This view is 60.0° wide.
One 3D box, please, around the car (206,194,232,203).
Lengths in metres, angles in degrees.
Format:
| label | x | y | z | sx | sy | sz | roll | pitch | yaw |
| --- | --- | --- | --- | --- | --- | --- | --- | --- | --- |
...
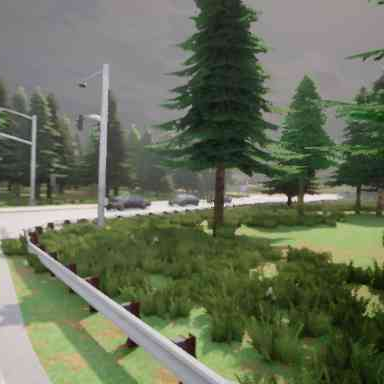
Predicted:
| label | x | y | z | sx | sy | sz | roll | pitch | yaw |
| --- | --- | --- | --- | --- | --- | --- | --- | --- | --- |
| car | 3.928 | 0.964 | 46.963 | 2.033 | 1.411 | 5.357 | 3 | 2 | 31 |

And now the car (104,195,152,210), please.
| label | x | y | z | sx | sy | sz | roll | pitch | yaw |
| --- | --- | --- | --- | --- | --- | --- | --- | --- | --- |
| car | -6.008 | 0.981 | 31.013 | 2.033 | 1.411 | 5.357 | 3 | 2 | 32 |

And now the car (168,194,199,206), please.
| label | x | y | z | sx | sy | sz | roll | pitch | yaw |
| --- | --- | --- | --- | --- | --- | --- | --- | --- | --- |
| car | -0.895 | 0.953 | 39.124 | 1.812 | 1.442 | 4.674 | 3 | 2 | 32 |
